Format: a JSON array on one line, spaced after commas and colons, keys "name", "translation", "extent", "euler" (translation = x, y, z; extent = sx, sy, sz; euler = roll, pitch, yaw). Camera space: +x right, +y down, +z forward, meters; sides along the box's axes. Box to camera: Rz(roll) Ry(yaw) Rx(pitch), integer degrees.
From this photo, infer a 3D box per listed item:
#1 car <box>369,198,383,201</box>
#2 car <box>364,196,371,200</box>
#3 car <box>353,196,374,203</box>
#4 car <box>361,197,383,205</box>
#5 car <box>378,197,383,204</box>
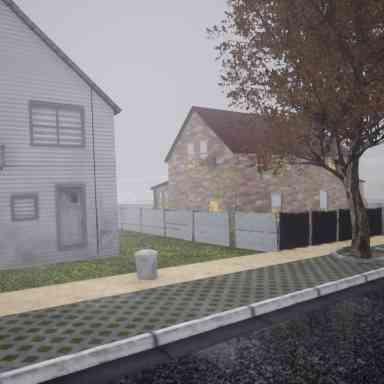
[{"name": "car", "translation": [28.510, 1.869, 48.382], "extent": [2.033, 1.411, 5.357], "euler": [-2, 0, 1]}, {"name": "car", "translation": [31.986, 1.910, 63.559], "extent": [1.895, 1.301, 4.718], "euler": [-2, 0, 0]}, {"name": "car", "translation": [38.577, 1.611, 74.943], "extent": [2.128, 1.511, 4.902], "euler": [-2, 0, 0]}, {"name": "car", "translation": [35.248, 1.778, 65.229], "extent": [1.994, 1.385, 4.181], "euler": [-2, 0, 0]}, {"name": "car", "translation": [38.493, 1.659, 64.929], "extent": [1.994, 1.385, 4.181], "euler": [-2, 0, 0]}]
